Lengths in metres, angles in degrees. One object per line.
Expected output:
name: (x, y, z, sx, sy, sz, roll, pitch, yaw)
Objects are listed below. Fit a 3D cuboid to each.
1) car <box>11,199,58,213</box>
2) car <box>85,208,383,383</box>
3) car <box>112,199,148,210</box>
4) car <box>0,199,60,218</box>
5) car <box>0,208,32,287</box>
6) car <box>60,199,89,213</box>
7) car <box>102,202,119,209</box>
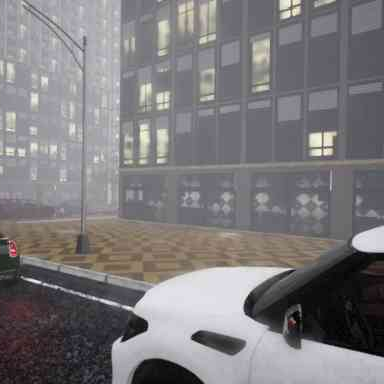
car: (-18.652, 1.637, 39.547, 1.752, 1.417, 4.829, 1, 0, 36)
car: (1.900, 1.222, 2.327, 5.566, 2.045, 2.150, 0, 0, 36)
car: (-8.938, 1.757, 48.354, 2.128, 1.511, 4.902, 1, 0, 36)
car: (-15.139, 1.514, 30.178, 2.192, 1.841, 5.009, 1, 0, 36)
car: (-6.176, 1.346, 8.062, 4.553, 1.767, 2.097, 0, 0, 35)
car: (-14.871, 1.683, 40.300, 1.837, 1.490, 4.892, 1, 0, 37)
car: (-8.357, 1.825, 39.400, 1.752, 1.417, 4.829, 1, 0, 36)
